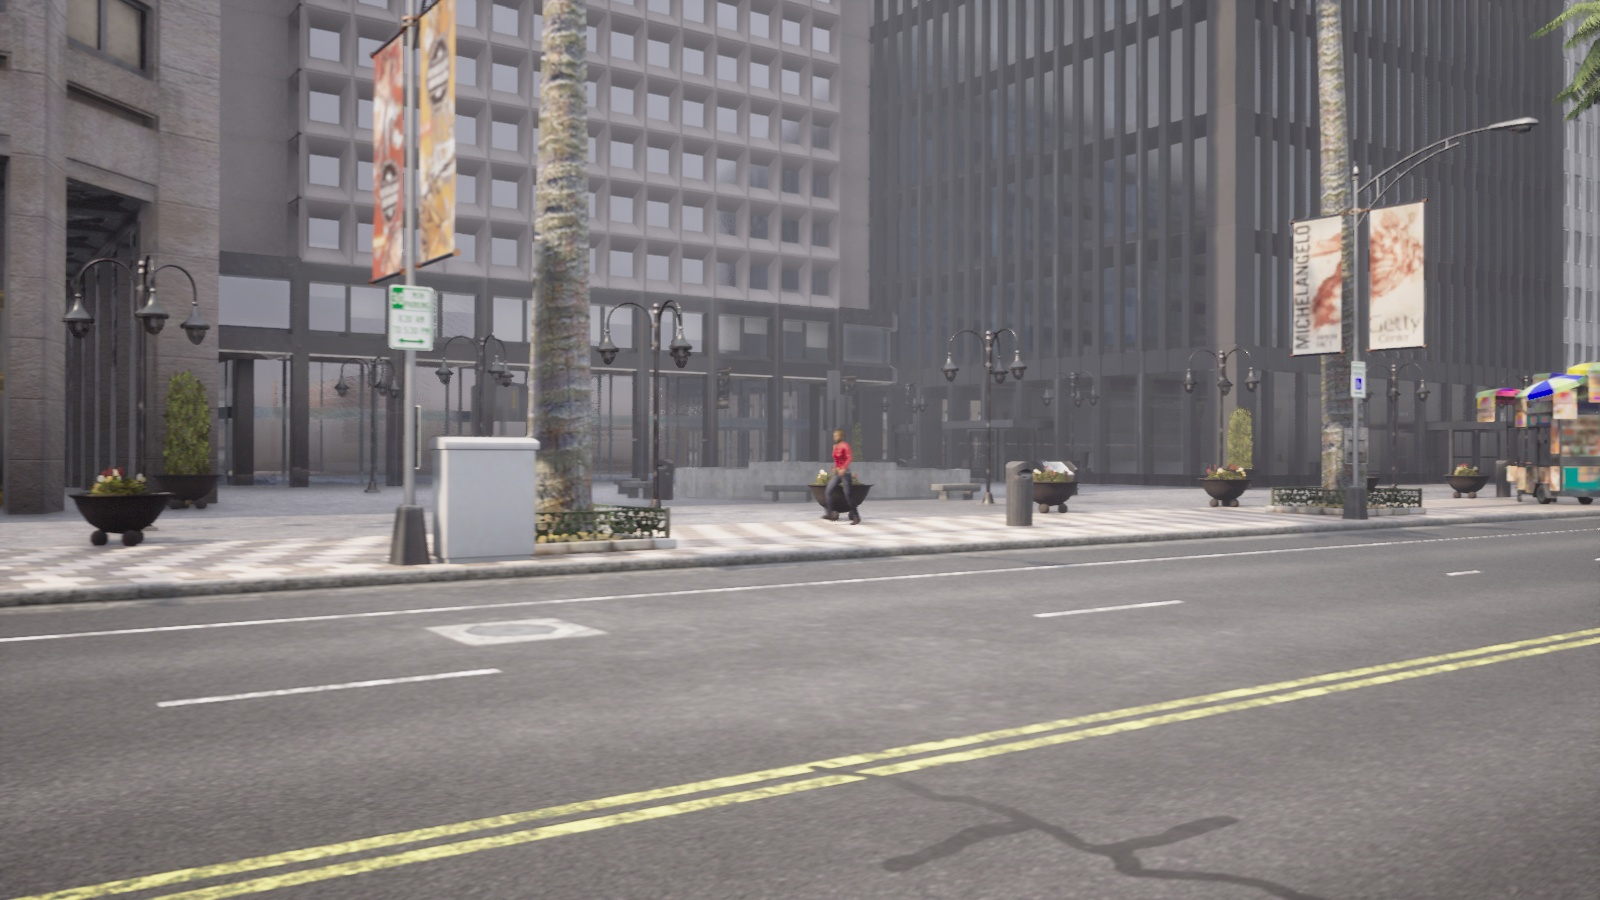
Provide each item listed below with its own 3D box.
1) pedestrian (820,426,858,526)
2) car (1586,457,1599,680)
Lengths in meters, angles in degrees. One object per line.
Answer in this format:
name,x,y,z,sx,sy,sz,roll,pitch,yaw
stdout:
pedestrian,0.728,0.481,23.538,0.636,1.846,0.331,0,0,-37
car,7.472,0.782,8.862,4.193,1.474,1.816,0,0,-36
